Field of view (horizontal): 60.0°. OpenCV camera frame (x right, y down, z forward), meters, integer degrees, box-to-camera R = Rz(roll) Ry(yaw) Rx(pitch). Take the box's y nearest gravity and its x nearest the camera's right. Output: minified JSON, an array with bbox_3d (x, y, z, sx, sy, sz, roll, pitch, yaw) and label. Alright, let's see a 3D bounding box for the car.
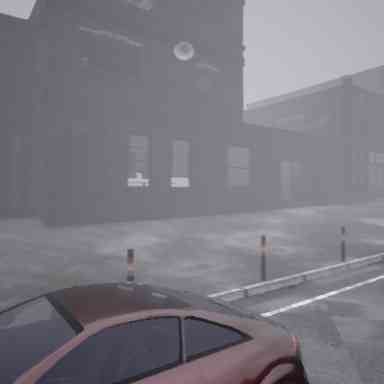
[{"bbox_3d":[-0.949,1.565,2.701,4.181,1.385,1.994,0,0,-36],"label":"car"}]
